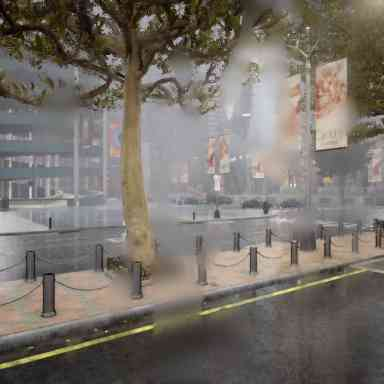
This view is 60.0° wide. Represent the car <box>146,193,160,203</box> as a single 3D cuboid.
[{"bbox_3d":[-9.840,1.224,68.527,5.566,2.045,2.150,0,0,37],"label":"car"}]

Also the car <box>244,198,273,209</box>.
[{"bbox_3d":[8.821,1.564,44.803,1.994,1.385,4.181,0,0,-35],"label":"car"}]

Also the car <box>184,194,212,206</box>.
[{"bbox_3d":[0.636,1.491,56.282,2.128,1.511,4.902,0,0,-36],"label":"car"}]

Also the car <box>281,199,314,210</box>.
[{"bbox_3d":[13.808,1.565,43.822,1.994,1.385,4.181,0,0,-35],"label":"car"}]

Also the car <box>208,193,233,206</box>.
[{"bbox_3d":[4.532,1.222,56.875,2.150,2.045,5.566,0,0,-36],"label":"car"}]

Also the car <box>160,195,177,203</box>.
[{"bbox_3d":[-5.165,1.356,69.167,4.553,1.767,2.097,0,0,44],"label":"car"}]
